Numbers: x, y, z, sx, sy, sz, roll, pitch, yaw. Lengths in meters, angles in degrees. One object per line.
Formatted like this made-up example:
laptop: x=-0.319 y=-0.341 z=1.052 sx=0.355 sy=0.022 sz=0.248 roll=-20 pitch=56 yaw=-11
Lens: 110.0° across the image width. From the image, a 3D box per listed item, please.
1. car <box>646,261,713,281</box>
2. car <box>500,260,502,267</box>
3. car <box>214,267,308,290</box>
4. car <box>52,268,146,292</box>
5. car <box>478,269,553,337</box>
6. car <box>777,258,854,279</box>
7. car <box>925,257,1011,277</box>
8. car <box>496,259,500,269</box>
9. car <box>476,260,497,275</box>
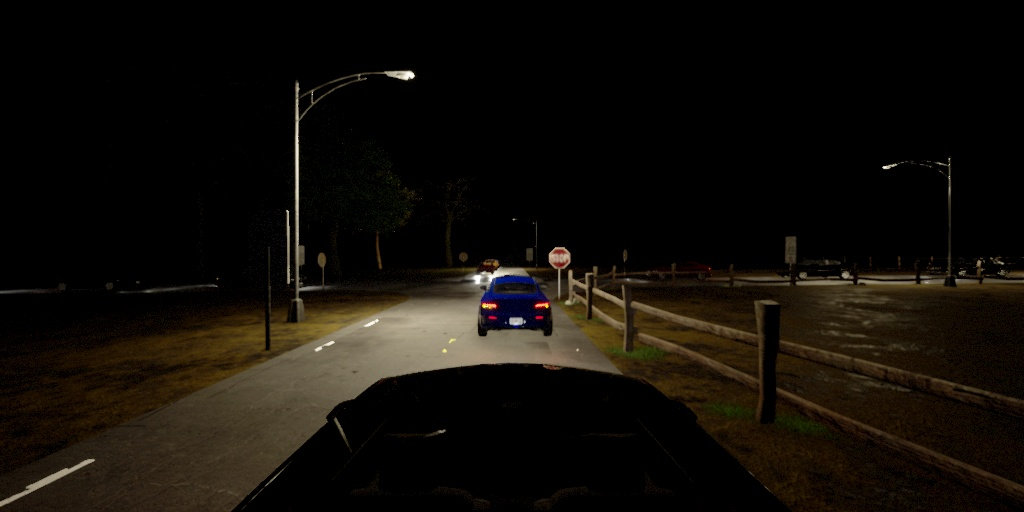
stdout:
car: x=12.550 y=1.091 z=27.066 sx=4.674 sy=1.442 sz=1.812 roll=-1 pitch=1 yaw=2
car: x=-2.932 y=1.345 z=59.751 sx=2.033 sy=1.411 sz=5.357 roll=0 pitch=0 yaw=1
car: x=-16.854 y=1.483 z=24.205 sx=5.357 sy=1.411 sz=2.033 roll=-1 pitch=1 yaw=-1
car: x=-27.760 y=1.535 z=24.205 sx=5.008 sy=1.535 sz=1.882 roll=-1 pitch=1 yaw=0
car: x=0.052 y=1.271 z=10.194 sx=1.812 sy=1.442 sz=4.674 roll=0 pitch=0 yaw=-1
car: x=22.811 y=0.923 z=26.996 sx=5.008 sy=1.535 sz=1.882 roll=-1 pitch=1 yaw=0
car: x=34.189 y=0.817 z=26.949 sx=4.892 sy=1.490 sz=1.837 roll=0 pitch=1 yaw=0
car: x=-2.957 y=1.244 z=49.111 sx=1.882 sy=1.535 sz=5.008 roll=0 pitch=0 yaw=0
car: x=-2.902 y=1.351 z=39.756 sx=1.895 sy=1.301 sz=4.718 roll=0 pitch=0 yaw=-2
